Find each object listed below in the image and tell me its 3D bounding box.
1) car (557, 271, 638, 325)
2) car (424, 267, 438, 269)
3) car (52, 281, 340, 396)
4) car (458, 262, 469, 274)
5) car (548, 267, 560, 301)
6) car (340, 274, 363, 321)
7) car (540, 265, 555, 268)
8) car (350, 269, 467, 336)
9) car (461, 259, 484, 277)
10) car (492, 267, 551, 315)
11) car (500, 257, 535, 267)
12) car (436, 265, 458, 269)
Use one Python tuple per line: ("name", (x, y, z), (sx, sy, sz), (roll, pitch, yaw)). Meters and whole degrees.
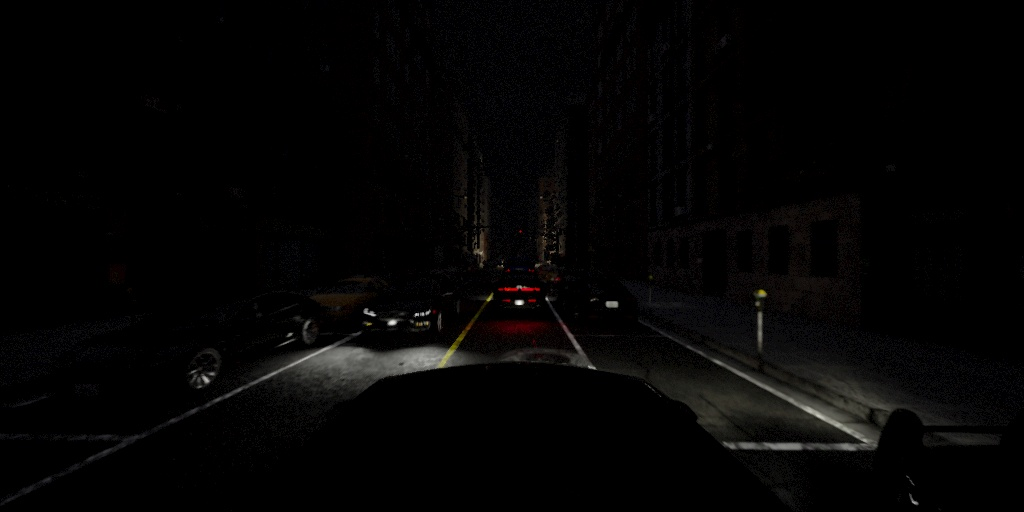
("car", (2.796, 1.378, 11.957), (1.948, 1.339, 4.313), (0, 0, 1))
("car", (-5.130, 1.403, 17.522), (1.802, 1.307, 4.207), (0, 0, 1))
("car", (-5.324, 1.328, 6.698), (1.948, 1.339, 4.313), (0, 0, 1))
("car", (-4.936, 1.424, 28.346), (2.007, 1.370, 4.403), (0, 0, 1))
("car", (2.894, 1.407, 17.369), (1.948, 1.339, 4.313), (0, 0, 1))
("car", (-5.230, 1.317, 11.940), (1.751, 1.417, 4.829), (0, 0, 1))
("car", (3.091, 1.420, 28.363), (1.751, 1.417, 4.829), (0, 0, 1))
("car", (-2.712, 1.296, 10.681), (1.837, 1.490, 4.892), (0, 0, 1))
("car", (-4.742, 1.240, 39.170), (2.192, 1.841, 5.009), (0, 0, 1))
("car", (0.291, 1.316, 13.927), (1.837, 1.490, 4.892), (0, -2, 1))
("car", (0.519, 1.102, 26.290), (2.150, 2.045, 5.566), (0, 0, 1))
("car", (-5.033, 1.398, 22.934), (2.007, 1.370, 4.403), (0, 0, 1))
